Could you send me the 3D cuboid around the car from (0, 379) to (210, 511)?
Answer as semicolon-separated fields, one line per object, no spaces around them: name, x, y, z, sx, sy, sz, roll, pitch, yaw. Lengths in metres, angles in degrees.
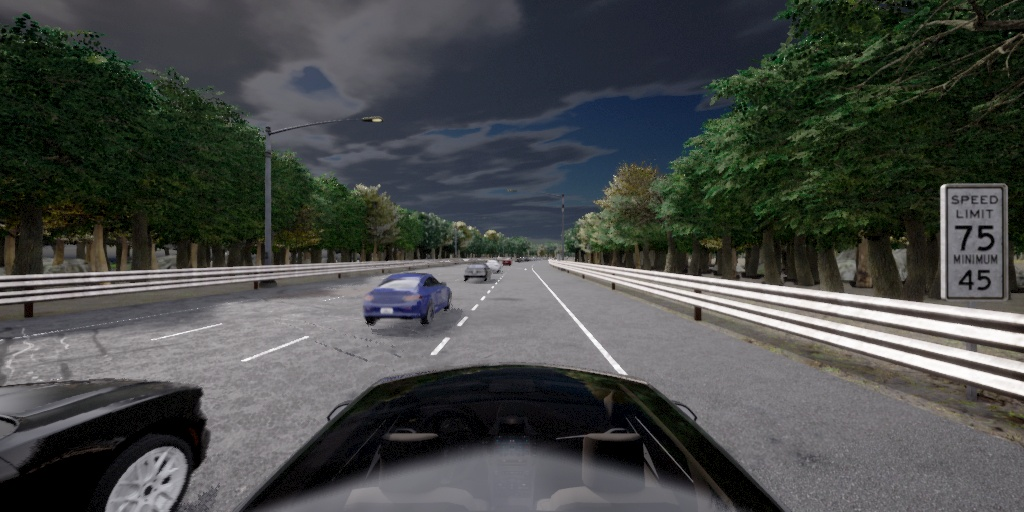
car;-3.498;1.228;0.926;1.882;1.535;5.008;0;0;1

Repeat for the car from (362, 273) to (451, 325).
car;-3.238;1.284;11.729;1.812;1.442;4.674;0;0;1

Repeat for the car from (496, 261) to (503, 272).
car;-2.427;1.285;45.327;1.812;1.442;4.674;0;0;1

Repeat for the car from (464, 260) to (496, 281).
car;-2.797;1.298;29.972;2.033;1.411;5.357;0;0;1
